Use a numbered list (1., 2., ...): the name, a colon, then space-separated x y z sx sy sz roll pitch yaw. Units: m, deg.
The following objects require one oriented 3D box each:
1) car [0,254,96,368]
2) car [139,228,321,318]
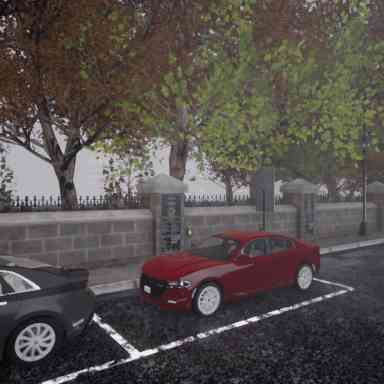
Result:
1. car: -3.478 1.551 4.174 4.403 1.369 2.008 0 0 -35
2. car: 1.012 1.545 7.421 4.507 1.381 1.887 0 0 -35
